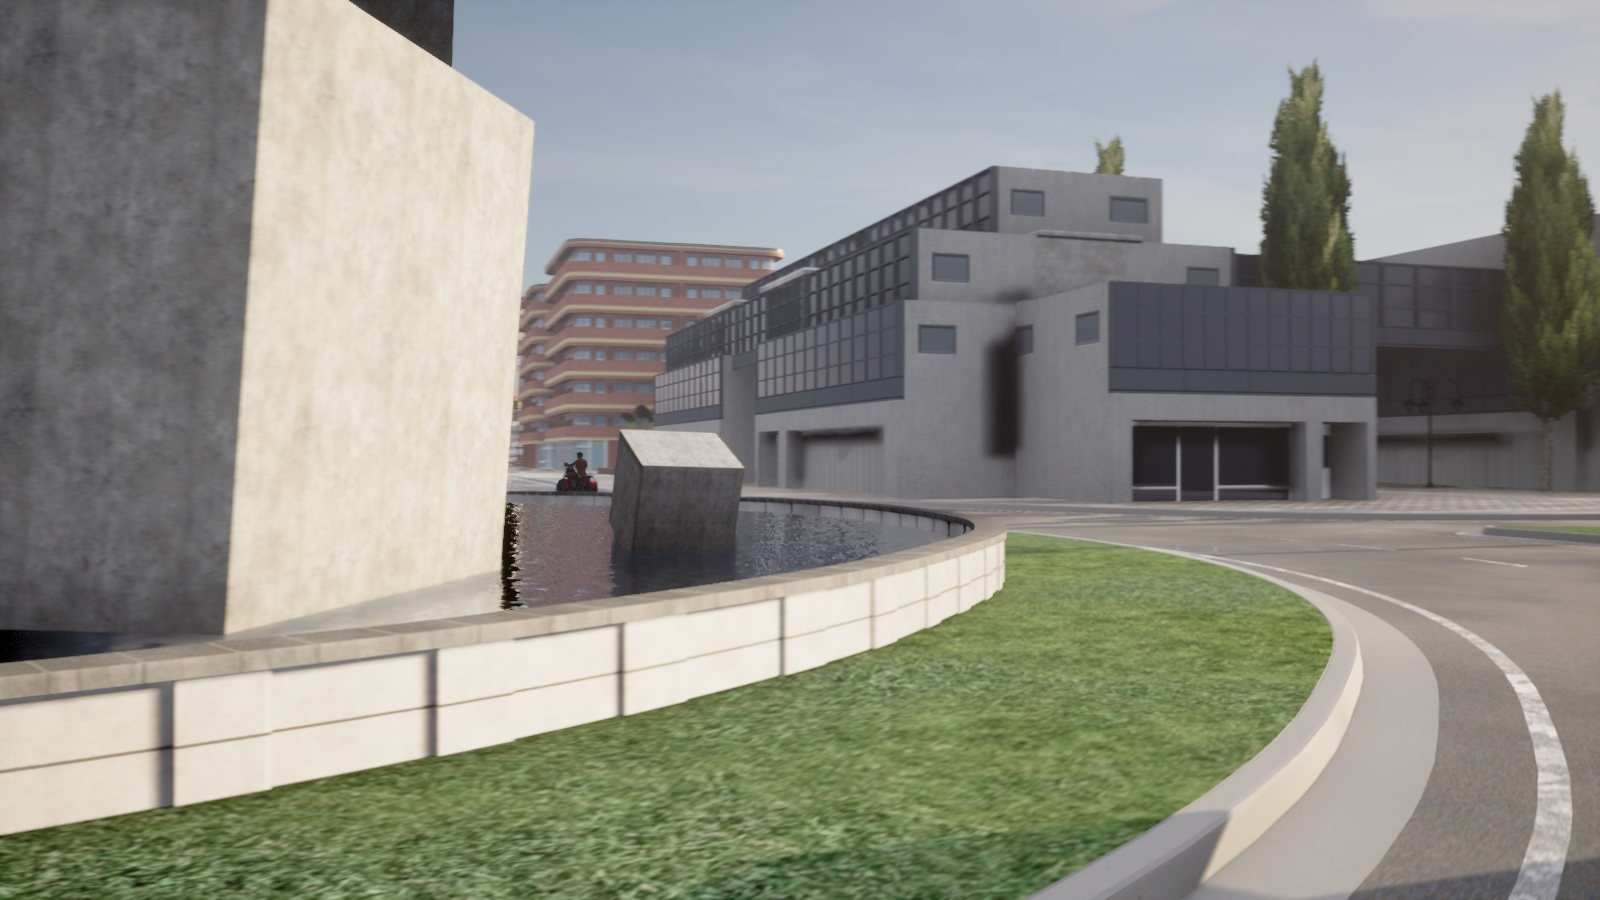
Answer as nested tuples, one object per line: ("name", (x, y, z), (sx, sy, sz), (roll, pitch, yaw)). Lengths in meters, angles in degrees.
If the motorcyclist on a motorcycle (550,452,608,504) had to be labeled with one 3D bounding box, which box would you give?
("motorcyclist on a motorcycle", (-7.246, 0.896, 41.034), (0.766, 1.649, 2.350), (1, -1, -40))
